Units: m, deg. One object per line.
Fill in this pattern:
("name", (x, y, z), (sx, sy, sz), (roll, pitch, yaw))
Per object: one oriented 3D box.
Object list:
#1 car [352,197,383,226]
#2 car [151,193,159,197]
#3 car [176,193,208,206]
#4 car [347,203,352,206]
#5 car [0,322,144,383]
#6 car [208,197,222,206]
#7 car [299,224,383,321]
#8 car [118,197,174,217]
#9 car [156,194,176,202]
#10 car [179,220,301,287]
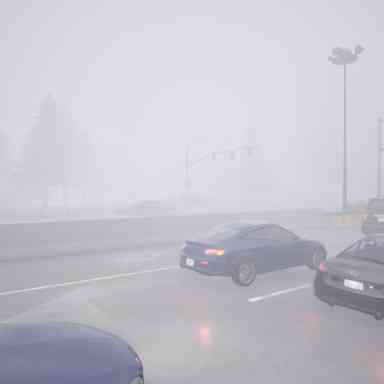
("car", (9.908, 1.222, 15.103), (5.566, 2.045, 2.150), (0, 0, -35))
("car", (-9.150, 1.539, 81.187), (2.033, 1.411, 5.357), (0, 0, -10))
("car", (-0.064, 1.221, 54.762), (2.150, 2.045, 5.566), (0, 0, -28))
("car", (19.396, 1.569, 36.810), (4.181, 1.385, 1.994), (0, 0, 36))
("car", (-2.500, 1.526, 1.928), (4.674, 1.442, 1.812), (0, 0, -36))
("car", (3.003, 1.546, 56.358), (2.033, 1.411, 5.357), (0, 0, -28))
("car", (4.418, 1.564, 6.893), (4.181, 1.385, 1.994), (0, 0, -35))
("car", (-4.465, 1.506, 30.982), (4.892, 1.490, 1.837), (1, 0, -36))
("car", (-5.318, 1.600, 66.409), (1.895, 1.301, 4.718), (0, 0, -20))
("car", (1.833, 1.526, 9.348), (4.674, 1.442, 1.812), (0, 0, -35))
